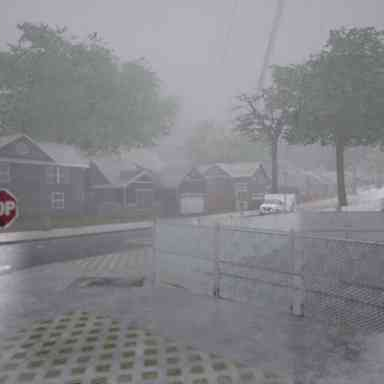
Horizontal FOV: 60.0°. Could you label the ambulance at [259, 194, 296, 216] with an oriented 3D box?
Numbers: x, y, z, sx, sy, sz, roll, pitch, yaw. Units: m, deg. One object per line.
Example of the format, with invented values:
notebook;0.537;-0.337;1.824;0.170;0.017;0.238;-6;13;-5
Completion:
ambulance;9.768;1.464;37.918;2.351;2.431;6.366;-1;0;36
